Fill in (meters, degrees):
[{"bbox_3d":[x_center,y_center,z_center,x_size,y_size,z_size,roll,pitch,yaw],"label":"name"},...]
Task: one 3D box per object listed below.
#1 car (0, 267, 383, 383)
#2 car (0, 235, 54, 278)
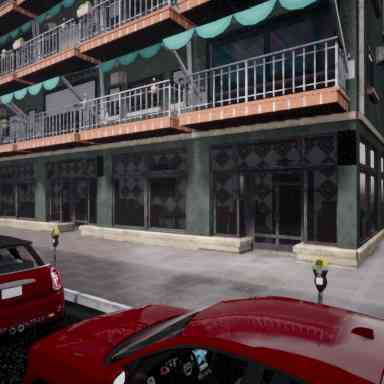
[{"bbox_3d":[0.479,1.545,2.536,4.507,1.381,1.887,0,0,36],"label":"car"},{"bbox_3d":[-4.107,1.440,5.814,4.097,1.590,1.967,0,0,36],"label":"car"}]
